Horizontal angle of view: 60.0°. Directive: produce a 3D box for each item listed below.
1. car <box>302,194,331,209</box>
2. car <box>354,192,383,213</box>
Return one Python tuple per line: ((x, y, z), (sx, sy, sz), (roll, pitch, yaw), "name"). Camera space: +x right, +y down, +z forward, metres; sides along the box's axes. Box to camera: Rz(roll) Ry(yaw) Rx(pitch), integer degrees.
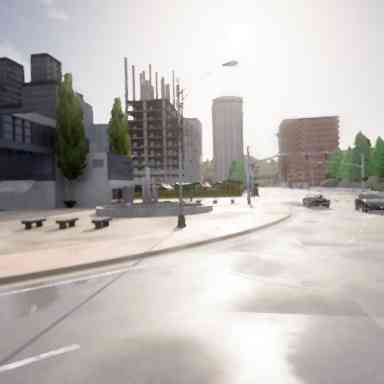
((11.620, 0.842, 31.195), (1.895, 1.301, 4.718), (-1, 1, 11), "car")
((13.850, 0.774, 25.546), (1.837, 1.490, 4.892), (-1, 1, 15), "car")
